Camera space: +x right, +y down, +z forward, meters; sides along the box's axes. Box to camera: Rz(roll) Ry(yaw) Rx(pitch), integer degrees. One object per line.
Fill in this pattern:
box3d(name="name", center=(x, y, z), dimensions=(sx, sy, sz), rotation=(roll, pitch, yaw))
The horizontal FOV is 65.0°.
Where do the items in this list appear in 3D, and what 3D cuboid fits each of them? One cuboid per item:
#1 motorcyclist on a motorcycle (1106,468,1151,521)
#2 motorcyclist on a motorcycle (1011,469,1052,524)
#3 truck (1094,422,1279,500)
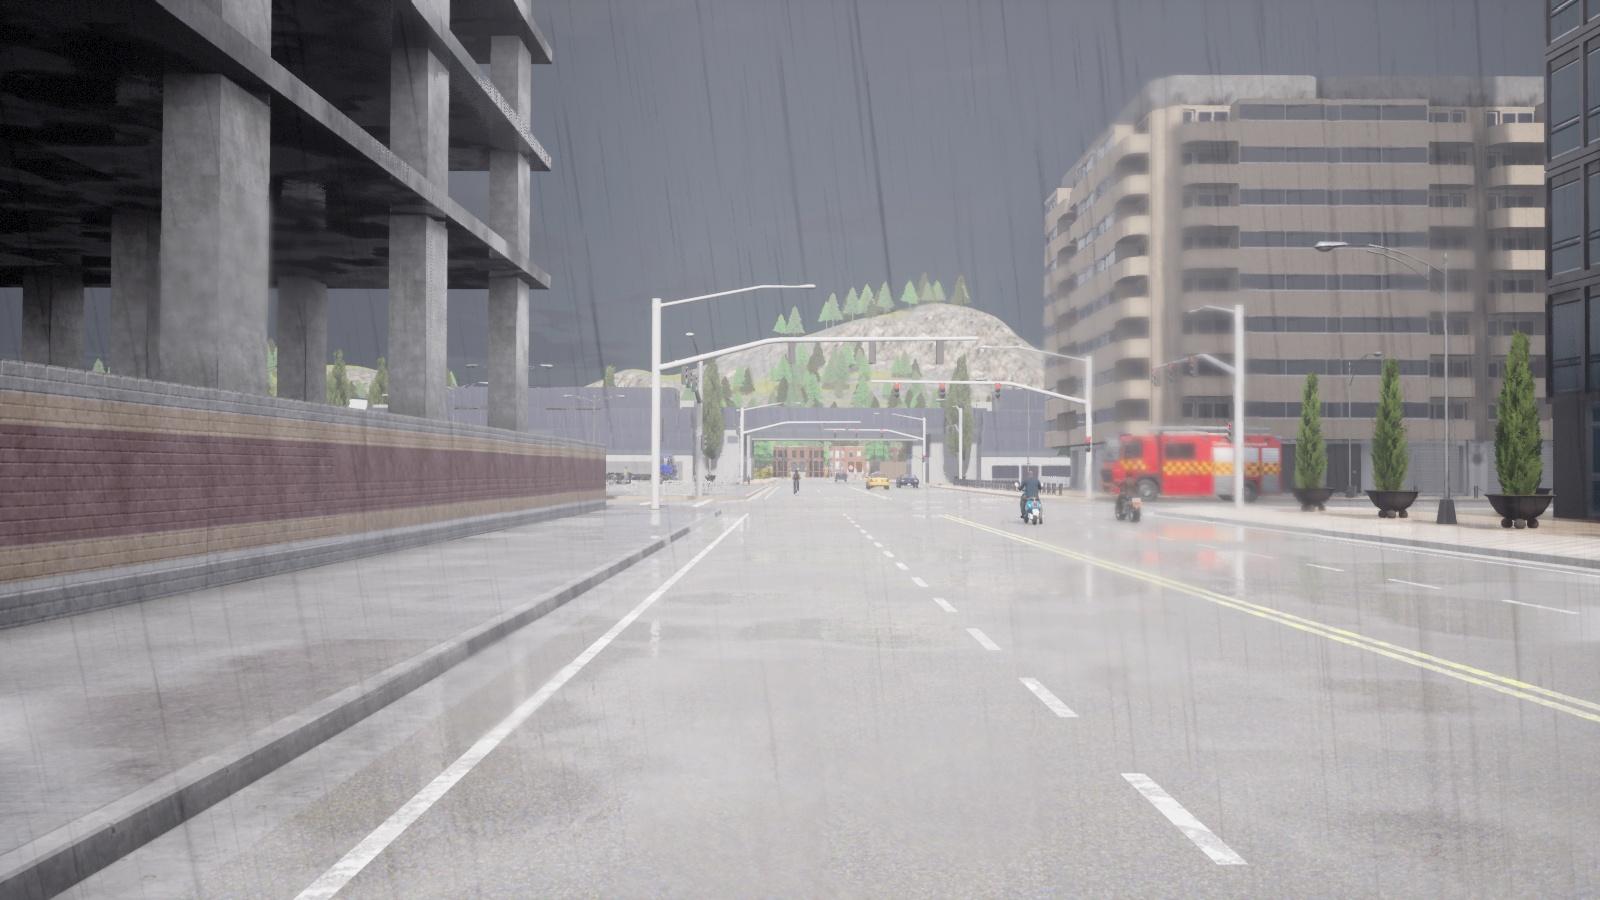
box3d(name="motorcyclist on a motorcycle", center=(10.392, 1.390, 39.816), dimensions=(0.766, 1.649, 2.350), rotation=(0, -1, 0))
box3d(name="motorcyclist on a motorcycle", center=(6.898, 1.369, 37.519), dimensions=(0.866, 1.590, 1.817), rotation=(0, -1, 0))
box3d(name="truck", center=(19.451, 0.581, 63.552), dimensions=(8.468, 3.827, 2.891), rotation=(0, -1, 0))
